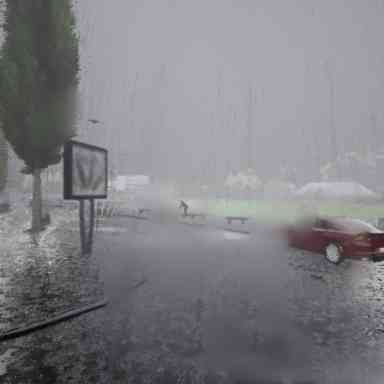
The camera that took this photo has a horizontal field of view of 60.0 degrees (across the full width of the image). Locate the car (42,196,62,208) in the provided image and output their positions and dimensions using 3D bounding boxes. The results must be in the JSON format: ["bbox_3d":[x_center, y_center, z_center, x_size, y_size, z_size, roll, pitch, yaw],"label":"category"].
[{"bbox_3d":[-20.702,1.712,49.363,1.994,1.385,4.181,1,0,-35],"label":"car"}]

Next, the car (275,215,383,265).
[{"bbox_3d":[5.003,1.590,12.362,1.882,1.535,5.008,2,-1,-17],"label":"car"}]

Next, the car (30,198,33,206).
[{"bbox_3d":[-26.427,1.506,57.410,2.097,1.767,4.553,1,0,-35],"label":"car"}]

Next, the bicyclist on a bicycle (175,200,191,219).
[{"bbox_3d":[-0.764,1.518,28.622,1.656,1.620,0.582,0,0,-35],"label":"bicyclist on a bicycle"}]
